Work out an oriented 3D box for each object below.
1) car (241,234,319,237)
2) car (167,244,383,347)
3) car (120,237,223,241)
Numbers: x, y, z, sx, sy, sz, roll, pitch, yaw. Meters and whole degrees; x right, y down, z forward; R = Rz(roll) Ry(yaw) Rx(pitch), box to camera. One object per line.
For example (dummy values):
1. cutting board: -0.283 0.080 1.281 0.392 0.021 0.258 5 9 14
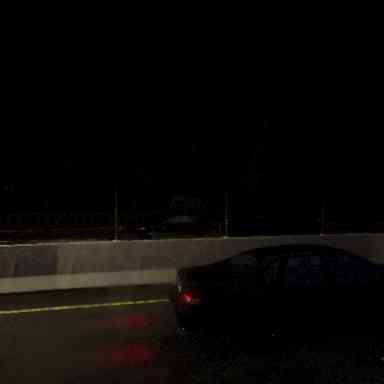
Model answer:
1. car: 3.896 1.707 17.310 5.566 2.045 2.150 0 -2 -8
2. car: 2.252 1.721 6.241 5.357 1.411 2.033 0 -2 -10
3. car: -0.968 1.996 12.896 4.718 1.301 1.895 0 -2 -11
